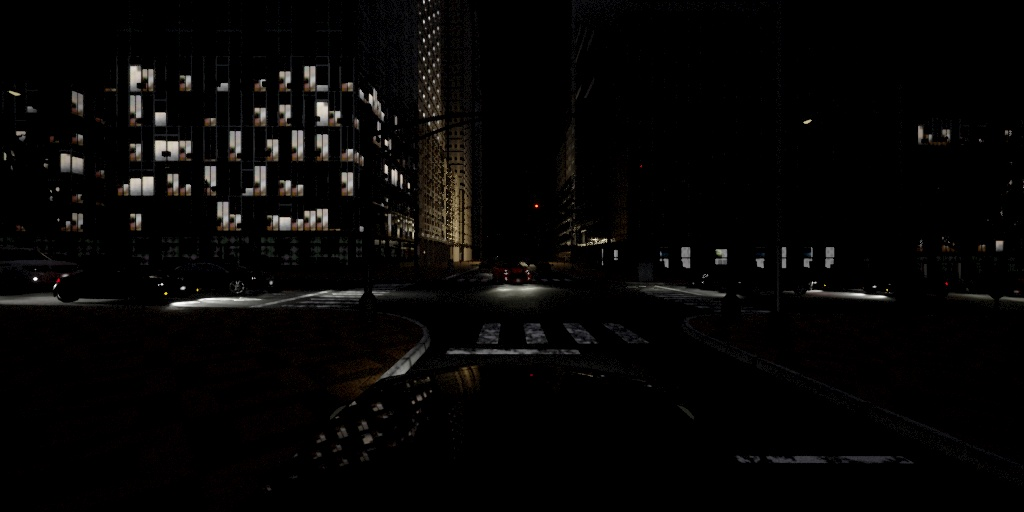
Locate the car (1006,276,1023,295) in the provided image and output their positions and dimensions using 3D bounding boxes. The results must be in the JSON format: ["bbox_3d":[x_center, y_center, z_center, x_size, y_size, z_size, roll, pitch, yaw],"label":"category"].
[{"bbox_3d":[34.486,1.745,23.005,4.553,1.767,2.097,1,0,-2],"label":"car"}]

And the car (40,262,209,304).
[{"bbox_3d":[-15.044,1.063,14.147,4.181,1.385,1.994,1,0,-2],"label":"car"}]

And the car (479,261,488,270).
[{"bbox_3d":[-3.885,1.342,52.159,1.802,1.307,4.207,0,0,0],"label":"car"}]

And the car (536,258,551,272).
[{"bbox_3d":[4.053,1.329,46.644,1.948,1.339,4.313,0,0,0],"label":"car"}]

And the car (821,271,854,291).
[{"bbox_3d":[23.686,1.763,25.810,4.181,1.385,1.994,1,0,-5],"label":"car"}]

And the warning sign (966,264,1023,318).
[{"bbox_3d":[17.306,1.204,12.804,1.060,1.860,1.300,0,0,-2],"label":"warning sign"}]

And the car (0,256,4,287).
[{"bbox_3d":[-23.691,0.832,13.773,4.902,1.511,2.128,1,0,-3],"label":"car"}]

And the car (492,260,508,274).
[{"bbox_3d":[-1.405,1.290,43.200,1.812,1.442,4.674,0,0,0],"label":"car"}]

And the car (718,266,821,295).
[{"bbox_3d":[15.856,1.564,22.211,4.892,1.490,1.837,1,0,-4],"label":"car"}]

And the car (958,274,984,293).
[{"bbox_3d":[33.780,1.980,26.229,4.718,1.301,1.895,1,0,-3],"label":"car"}]

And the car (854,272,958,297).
[{"bbox_3d":[24.723,1.782,22.588,4.181,1.385,1.994,1,0,-3],"label":"car"}]

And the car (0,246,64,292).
[{"bbox_3d":[-24.086,0.553,17.005,5.566,2.045,2.150,1,0,-2],"label":"car"}]

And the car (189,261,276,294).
[{"bbox_3d":[-14.246,1.004,17.443,4.902,1.511,2.128,1,0,-3],"label":"car"}]

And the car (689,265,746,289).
[{"bbox_3d":[15.064,1.396,25.418,4.553,1.767,2.097,1,0,-3],"label":"car"}]

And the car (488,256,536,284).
[{"bbox_3d":[-0.132,1.122,26.907,2.097,1.767,4.553,0,0,-15],"label":"car"}]
